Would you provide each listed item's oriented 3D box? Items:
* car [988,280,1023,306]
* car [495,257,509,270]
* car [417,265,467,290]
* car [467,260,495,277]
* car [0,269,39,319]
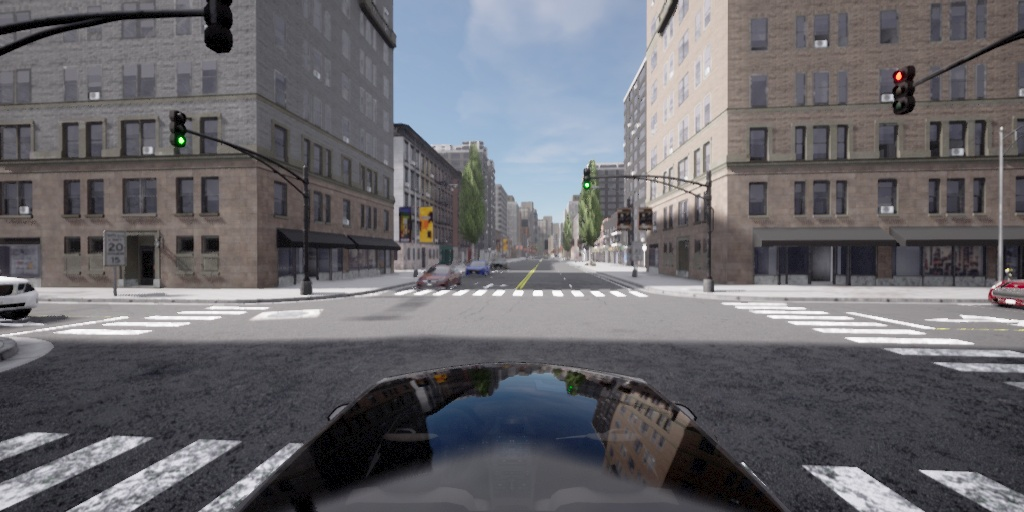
[{"bbox_3d":[20.213,1.143,12.919,4.097,1.591,1.967,0,0,6],"label":"car"},{"bbox_3d":[-1.708,1.010,51.723,2.097,1.767,4.553,0,0,5],"label":"car"},{"bbox_3d":[-4.422,1.292,22.446,1.812,1.442,4.674,0,1,5],"label":"car"},{"bbox_3d":[-3.246,1.192,35.166,1.882,1.535,5.008,0,0,5],"label":"car"},{"bbox_3d":[-17.817,1.004,10.778,5.566,2.045,2.150,0,0,6],"label":"car"}]
